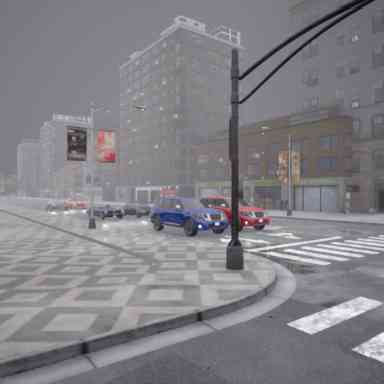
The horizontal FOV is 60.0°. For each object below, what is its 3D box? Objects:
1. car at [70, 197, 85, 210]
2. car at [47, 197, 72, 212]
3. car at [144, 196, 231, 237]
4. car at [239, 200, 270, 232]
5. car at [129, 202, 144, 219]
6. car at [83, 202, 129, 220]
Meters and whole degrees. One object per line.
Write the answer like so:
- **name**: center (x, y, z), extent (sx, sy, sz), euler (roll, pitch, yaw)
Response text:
- **car**: center (-16.365, 1.504, 46.761), extent (2.097, 1.767, 4.553), euler (0, 0, -36)
- **car**: center (-17.199, 1.672, 42.335), extent (1.812, 1.442, 4.674), euler (0, 0, -35)
- **car**: center (-0.347, 1.277, 19.089), extent (2.150, 2.045, 5.566), euler (0, 0, -36)
- **car**: center (2.266, 1.277, 21.021), extent (2.150, 2.045, 5.566), euler (0, 0, -36)
- **car**: center (-5.047, 1.649, 31.074), extent (2.033, 1.411, 5.357), euler (0, 0, -36)
- **car**: center (-7.627, 1.702, 29.092), extent (1.895, 1.301, 4.718), euler (0, 0, -36)
